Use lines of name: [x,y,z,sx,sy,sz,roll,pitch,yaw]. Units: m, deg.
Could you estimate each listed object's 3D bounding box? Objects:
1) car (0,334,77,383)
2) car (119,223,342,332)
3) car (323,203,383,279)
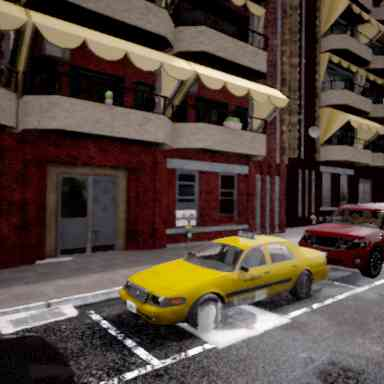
car: [-2.744,1.514,0.870,4.902,1.511,2.128,0,0,-37]
car: [0.934,1.534,6.875,4.829,1.417,1.752,0,1,-37]
car: [5.469,1.301,10.330,5.009,1.841,2.192,0,1,-37]
